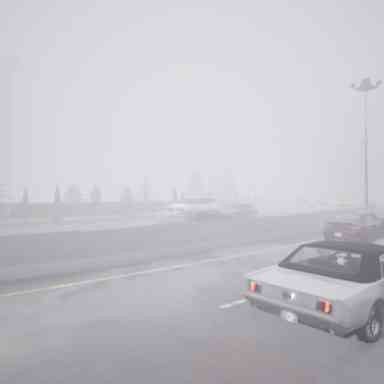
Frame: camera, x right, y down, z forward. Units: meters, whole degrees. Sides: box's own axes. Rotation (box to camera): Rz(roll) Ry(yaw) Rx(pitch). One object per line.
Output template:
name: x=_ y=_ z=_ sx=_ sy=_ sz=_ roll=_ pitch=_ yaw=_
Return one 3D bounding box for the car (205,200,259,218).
car: x=3.508 y=1.619 z=26.370 sx=1.837 sy=1.490 sz=4.892 roll=0 pitch=0 yaw=42

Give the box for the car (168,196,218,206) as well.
car: x=0.181 y=1.353 z=27.850 sx=2.150 sy=2.045 sz=5.566 roll=0 pitch=0 yaw=42

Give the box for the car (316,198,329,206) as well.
car: x=23.623 y=1.830 z=60.062 sx=1.994 sy=1.385 sz=4.181 roll=-1 pitch=0 yaw=25

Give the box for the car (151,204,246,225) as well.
car: x=0.297 y=1.622 z=18.063 sx=5.357 sy=1.411 sz=2.033 roll=0 pitch=0 yaw=-43

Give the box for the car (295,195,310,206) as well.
car: x=20.416 y=1.519 z=61.458 sx=2.150 sy=2.045 sz=5.566 roll=0 pitch=0 yaw=25

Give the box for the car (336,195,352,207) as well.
car: x=22.505 y=1.677 z=49.325 sx=1.882 sy=1.535 sz=5.008 roll=-1 pitch=0 yaw=25

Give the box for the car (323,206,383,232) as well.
car: x=7.620 y=1.568 z=15.225 sx=4.674 sy=1.442 sz=1.812 roll=0 pitch=0 yaw=-45

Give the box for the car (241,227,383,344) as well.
car: x=3.206 y=1.618 z=6.497 sx=4.718 sy=1.301 sz=1.895 roll=0 pitch=0 yaw=-39
